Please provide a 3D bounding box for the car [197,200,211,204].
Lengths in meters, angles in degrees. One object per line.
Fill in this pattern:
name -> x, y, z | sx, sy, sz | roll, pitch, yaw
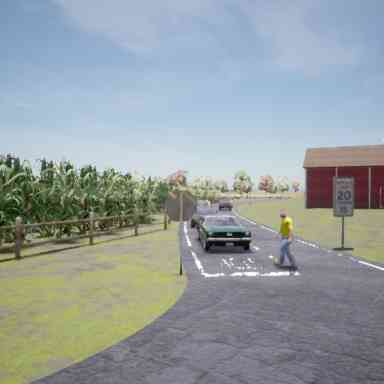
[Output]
car -> 0.945, 1.662, 33.820 | 2.097, 1.767, 4.553 | 0, -1, 2

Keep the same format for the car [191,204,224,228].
car -> 0.906, 1.780, 24.039 | 1.994, 1.385, 4.181 | 0, -1, -1

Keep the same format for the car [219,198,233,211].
car -> 4.964, 1.981, 49.753 | 1.837, 1.490, 4.892 | 0, 0, 6

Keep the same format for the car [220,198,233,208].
car -> 6.308, 1.914, 59.757 | 2.097, 1.767, 4.553 | 0, 0, 9

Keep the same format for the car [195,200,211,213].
car -> 1.547, 1.889, 45.009 | 1.882, 1.535, 5.008 | 0, 0, 5

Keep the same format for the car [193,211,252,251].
car -> 1.291, 1.726, 14.980 | 1.895, 1.301, 4.718 | 0, -1, -4

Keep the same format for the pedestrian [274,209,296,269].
pedestrian -> 2.799, 1.376, 9.990 | 0.375, 1.860, 0.375 | -1, 0, -5
